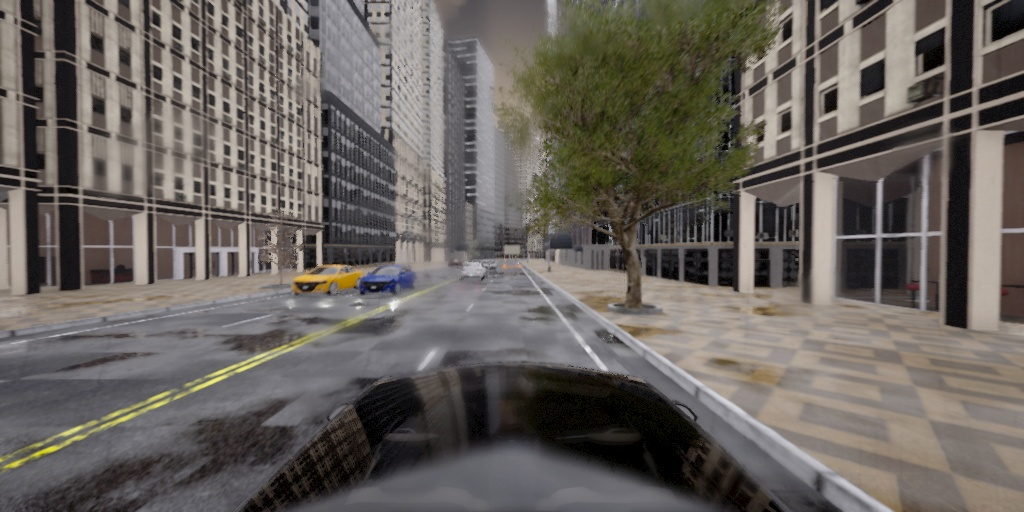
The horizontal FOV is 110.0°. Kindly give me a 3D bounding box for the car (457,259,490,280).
[{"bbox_3d":[-3.144,1.258,30.256,1.812,1.442,4.674,0,0,0],"label":"car"}]

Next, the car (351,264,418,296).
[{"bbox_3d":[-6.594,1.216,19.580,1.882,1.535,5.008,0,0,0],"label":"car"}]

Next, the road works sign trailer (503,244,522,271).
[{"bbox_3d":[0.014,0.187,49.593,2.380,3.560,2.880,0,0,1],"label":"road works sign trailer"}]

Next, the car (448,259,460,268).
[{"bbox_3d":[-9.771,1.194,61.803,1.882,1.535,5.008,0,0,1],"label":"car"}]

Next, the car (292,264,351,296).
[{"bbox_3d":[-9.845,1.216,19.567,1.882,1.535,5.008,0,0,0],"label":"car"}]

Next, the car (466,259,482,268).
[{"bbox_3d":[-6.526,1.209,61.829,2.128,1.511,4.902,0,0,1],"label":"car"}]

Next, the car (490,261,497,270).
[{"bbox_3d":[-3.142,1.322,51.540,1.895,1.301,4.718,0,0,0],"label":"car"}]
